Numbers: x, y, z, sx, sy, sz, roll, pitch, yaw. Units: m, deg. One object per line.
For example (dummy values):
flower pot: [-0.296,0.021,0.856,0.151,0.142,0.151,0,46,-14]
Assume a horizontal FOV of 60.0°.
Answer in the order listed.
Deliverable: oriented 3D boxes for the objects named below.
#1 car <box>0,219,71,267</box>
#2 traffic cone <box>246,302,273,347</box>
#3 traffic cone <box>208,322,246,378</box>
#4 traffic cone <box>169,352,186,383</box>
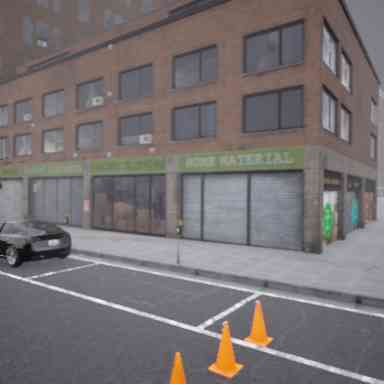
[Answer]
car: [-5.936,1.593,11.437,4.313,1.339,1.947,0,0,36]
traffic cone: [1.011,1.975,5.086,0.340,0.580,0.340,0,0,36]
traffic cone: [0.430,1.971,4.272,0.340,0.580,0.340,0,0,36]
traffic cone: [-0.152,1.968,3.459,0.340,0.580,0.340,0,0,36]
